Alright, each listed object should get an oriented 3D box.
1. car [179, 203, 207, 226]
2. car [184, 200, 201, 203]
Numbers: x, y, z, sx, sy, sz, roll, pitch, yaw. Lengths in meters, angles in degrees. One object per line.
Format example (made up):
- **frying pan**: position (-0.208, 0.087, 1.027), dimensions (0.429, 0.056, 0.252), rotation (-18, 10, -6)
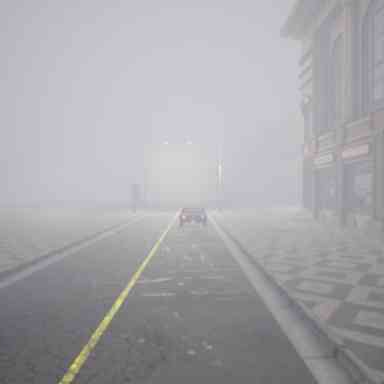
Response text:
- **car**: position (0.083, 1.687, 24.136), dimensions (1.895, 1.301, 4.718), rotation (0, 0, 0)
- **car**: position (0.069, 1.625, 39.277), dimensions (2.128, 1.511, 4.902), rotation (0, 0, 0)
